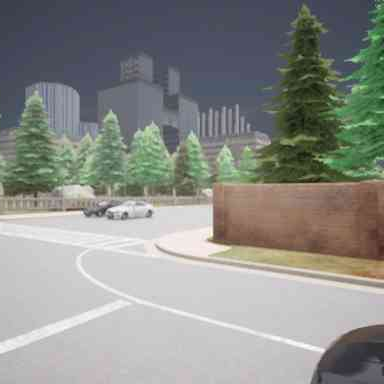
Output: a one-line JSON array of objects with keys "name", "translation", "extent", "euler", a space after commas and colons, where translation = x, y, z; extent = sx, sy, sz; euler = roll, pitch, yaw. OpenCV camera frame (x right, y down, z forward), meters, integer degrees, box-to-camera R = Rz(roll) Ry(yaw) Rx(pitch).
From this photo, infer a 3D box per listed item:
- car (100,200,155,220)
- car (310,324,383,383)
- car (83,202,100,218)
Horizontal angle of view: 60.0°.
[{"name": "car", "translation": [-5.074, 1.490, 27.907], "extent": [1.812, 1.442, 4.674], "euler": [0, 0, 35]}, {"name": "car", "translation": [3.149, 1.508, 1.716], "extent": [4.892, 1.490, 1.837], "euler": [0, 0, 36]}, {"name": "car", "translation": [-7.656, 1.483, 30.318], "extent": [1.812, 1.442, 4.674], "euler": [0, 0, 35]}]
